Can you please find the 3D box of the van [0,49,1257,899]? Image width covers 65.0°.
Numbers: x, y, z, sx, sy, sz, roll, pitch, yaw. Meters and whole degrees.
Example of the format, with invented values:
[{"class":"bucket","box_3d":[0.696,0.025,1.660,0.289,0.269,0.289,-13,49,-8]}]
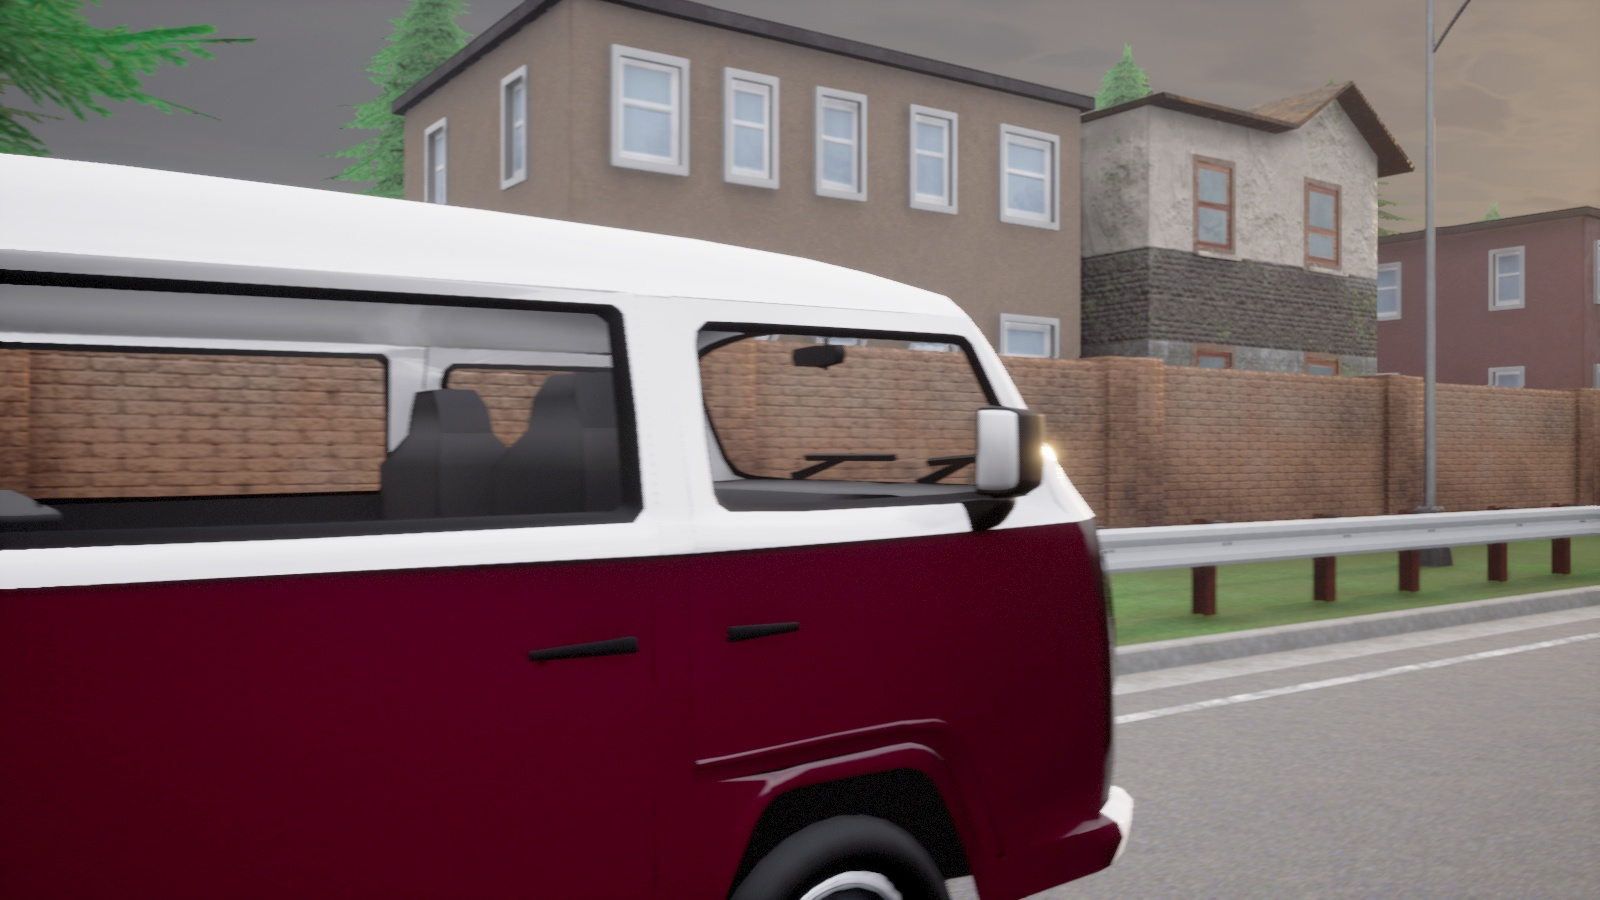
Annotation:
[{"class":"van","box_3d":[-1.272,0.484,2.775,4.480,2.038,2.069,-1,0,-35]}]
